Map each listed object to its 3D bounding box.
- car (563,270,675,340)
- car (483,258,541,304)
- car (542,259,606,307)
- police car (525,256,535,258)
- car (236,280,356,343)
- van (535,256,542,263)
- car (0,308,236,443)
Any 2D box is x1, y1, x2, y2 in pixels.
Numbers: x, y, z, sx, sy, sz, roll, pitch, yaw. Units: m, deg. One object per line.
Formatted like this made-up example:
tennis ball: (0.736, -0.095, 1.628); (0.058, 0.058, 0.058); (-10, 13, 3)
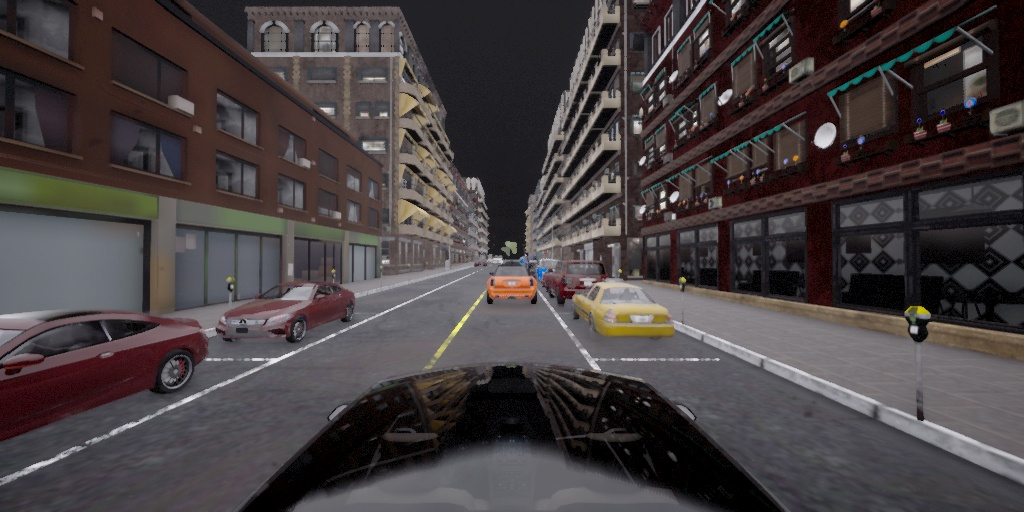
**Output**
car: (2.691, 1.276, 9.772); (1.751, 1.417, 4.829); (0, 0, 0)
car: (0.000, 1.120, 16.472); (2.097, 1.767, 4.553); (0, 0, 0)
car: (2.691, 1.067, 15.174); (2.192, 1.841, 5.009); (0, 0, 0)
police car: (3.133, 1.188, 50.453); (1.930, 1.638, 5.238); (0, 0, 0)
car: (-5.690, 1.332, 9.643); (1.802, 1.307, 4.207); (0, 0, 0)
van: (2.691, 1.096, 26.316); (1.690, 1.789, 3.998); (0, 0, 0)
car: (-5.690, 1.331, 4.071); (1.802, 1.307, 4.207); (0, 0, 0)
